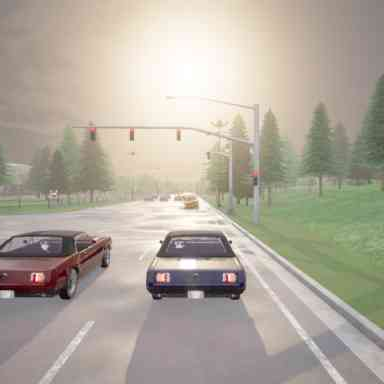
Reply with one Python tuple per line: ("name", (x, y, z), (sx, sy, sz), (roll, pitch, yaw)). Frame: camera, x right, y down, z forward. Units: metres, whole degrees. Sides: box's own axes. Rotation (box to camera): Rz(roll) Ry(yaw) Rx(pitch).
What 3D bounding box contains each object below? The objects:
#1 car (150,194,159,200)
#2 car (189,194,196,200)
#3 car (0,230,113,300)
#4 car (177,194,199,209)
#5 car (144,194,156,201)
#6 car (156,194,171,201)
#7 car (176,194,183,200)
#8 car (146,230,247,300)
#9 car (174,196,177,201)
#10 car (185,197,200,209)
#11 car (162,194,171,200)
("car", (-10.324, 1.332, 91.064), (1.837, 1.490, 4.892), (0, 0, 0))
("car", (0.176, 1.372, 91.044), (2.033, 1.411, 5.357), (0, 0, 0))
("car", (-3.405, 1.601, 8.360), (1.895, 1.301, 4.718), (0, 0, 0))
("car", (-0.373, 1.052, 46.618), (1.882, 1.535, 5.008), (-10, 17, -8))
("car", (-10.344, 1.531, 80.644), (2.033, 1.411, 5.357), (0, 0, 0))
("car", (-6.844, 1.531, 80.638), (2.033, 1.411, 5.357), (0, 0, 0))
("car", (-3.324, 1.356, 91.051), (1.812, 1.442, 4.674), (0, 0, 0))
("car", (0.095, 1.601, 8.336), (1.895, 1.301, 4.718), (0, 0, 0))
("car", (-3.343, 1.544, 81.047), (1.994, 1.385, 4.181), (0, 0, 0))
("car", (0.097, 1.591, 50.001), (2.033, 1.411, 5.357), (0, 2, 0))
("car", (-6.824, 1.372, 91.058), (2.033, 1.411, 5.357), (0, 0, 0))
